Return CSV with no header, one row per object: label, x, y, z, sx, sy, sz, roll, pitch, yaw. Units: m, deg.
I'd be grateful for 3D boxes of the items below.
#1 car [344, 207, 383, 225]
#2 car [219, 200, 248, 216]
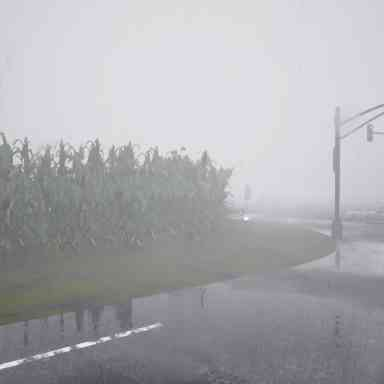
car,12.865,1.629,22.359,4.718,1.301,1.895,0,0,33
car,3.143,1.501,31.939,2.033,1.411,5.357,1,0,-26
